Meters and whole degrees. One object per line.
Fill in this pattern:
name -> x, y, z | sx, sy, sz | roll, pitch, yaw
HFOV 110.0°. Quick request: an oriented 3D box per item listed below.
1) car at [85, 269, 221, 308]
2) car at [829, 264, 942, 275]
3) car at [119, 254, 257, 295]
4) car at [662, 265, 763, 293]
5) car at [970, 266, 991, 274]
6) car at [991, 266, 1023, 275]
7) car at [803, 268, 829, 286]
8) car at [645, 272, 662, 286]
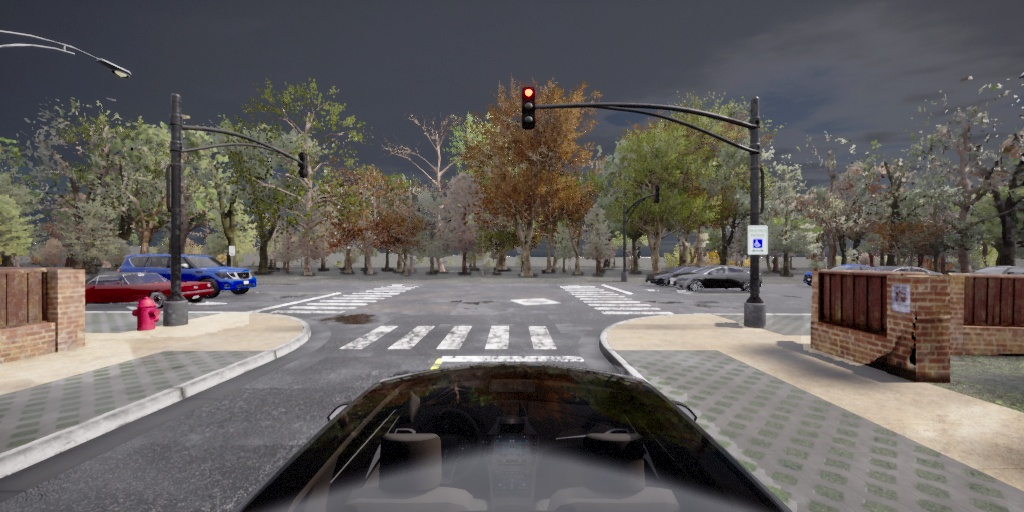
car -> -14.636, 1.295, 14.012 | 4.718, 1.301, 1.895 | 0, 0, -3
car -> 21.936, 1.326, 20.762 | 4.902, 1.511, 2.128 | 0, 0, 0
car -> -15.562, 0.916, 17.262 | 5.566, 2.045, 2.150 | 0, 0, 0
car -> 11.705, 1.292, 20.752 | 4.902, 1.511, 2.128 | 0, 0, 0
car -> 32.711, 1.398, 24.012 | 4.674, 1.442, 1.812 | 0, 0, 0
car -> 31.751, 1.357, 20.767 | 4.902, 1.511, 2.128 | 0, 0, 0
car -> 22.384, 1.317, 24.014 | 5.008, 1.535, 1.882 | 0, 0, 0
car -> 11.841, 1.352, 24.000 | 5.357, 1.411, 2.033 | 0, 0, 0
